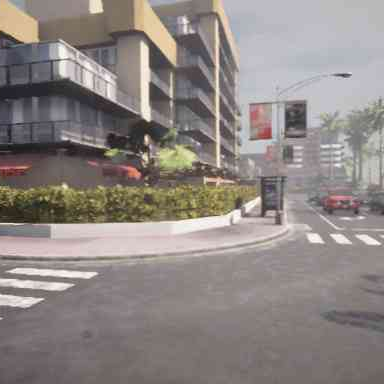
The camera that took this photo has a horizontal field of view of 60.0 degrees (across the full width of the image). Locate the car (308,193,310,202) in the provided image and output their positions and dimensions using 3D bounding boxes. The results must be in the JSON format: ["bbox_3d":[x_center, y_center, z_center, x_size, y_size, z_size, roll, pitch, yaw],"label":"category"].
[{"bbox_3d":[17.249,0.634,46.516,2.033,1.411,5.357,0,1,15],"label":"car"}]

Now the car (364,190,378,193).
[{"bbox_3d":[17.915,0.757,35.602,1.837,1.490,4.892,0,1,15],"label":"car"}]

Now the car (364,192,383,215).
[{"bbox_3d":[15.367,0.973,26.220,2.033,1.411,5.357,0,1,15],"label":"car"}]

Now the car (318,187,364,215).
[{"bbox_3d":[11.992,0.666,27.152,2.150,2.045,5.566,0,1,15],"label":"car"}]

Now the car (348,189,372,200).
[{"bbox_3d":[25.510,0.416,50.699,1.882,1.535,5.008,0,1,11],"label":"car"}]

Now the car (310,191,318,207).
[{"bbox_3d":[14.542,0.762,36.538,2.128,1.511,4.902,0,1,15],"label":"car"}]

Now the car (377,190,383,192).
[{"bbox_3d":[29.107,0.376,50.944,1.882,1.535,5.008,0,1,11],"label":"car"}]

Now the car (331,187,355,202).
[{"bbox_3d":[20.675,0.285,45.799,2.150,2.045,5.566,0,1,15],"label":"car"}]
